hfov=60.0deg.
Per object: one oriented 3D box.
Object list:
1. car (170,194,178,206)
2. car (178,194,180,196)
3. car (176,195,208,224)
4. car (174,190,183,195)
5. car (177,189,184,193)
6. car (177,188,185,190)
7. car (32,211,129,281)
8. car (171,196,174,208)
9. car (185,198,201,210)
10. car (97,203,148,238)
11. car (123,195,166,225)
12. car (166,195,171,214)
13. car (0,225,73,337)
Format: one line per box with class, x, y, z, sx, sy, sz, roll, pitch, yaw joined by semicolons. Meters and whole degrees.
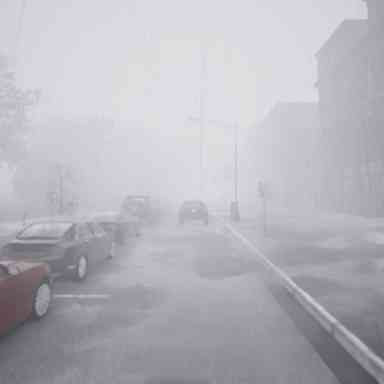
car;-3.645;1.470;48.949;1.946;1.575;5.366;0;1;2
car;-3.652;1.489;55.086;2.002;1.452;4.674;0;0;2
car;0.100;1.367;25.307;2.097;1.767;4.553;0;0;0
car;-3.629;1.092;68.343;2.185;1.767;4.553;2;2;2
car;-3.631;0.817;79.361;1.946;1.575;5.366;1;3;2
car;-3.635;0.564;85.095;2.231;1.521;4.892;1;3;2
car;-3.652;1.527;9.949;2.231;1.521;4.892;0;-1;2
car;-3.663;1.550;37.702;2.163;1.488;4.792;-1;0;2
car;0.099;1.567;42.964;1.994;1.385;4.181;0;0;0
car;-3.652;1.513;15.491;2.097;1.535;5.008;0;0;2
car;-3.651;1.244;24.444;2.435;2.045;5.566;0;0;2
car;-3.653;1.374;32.098;2.185;1.767;4.553;0;0;2
car;-3.652;1.520;4.393;2.097;1.535;5.008;0;0;2
